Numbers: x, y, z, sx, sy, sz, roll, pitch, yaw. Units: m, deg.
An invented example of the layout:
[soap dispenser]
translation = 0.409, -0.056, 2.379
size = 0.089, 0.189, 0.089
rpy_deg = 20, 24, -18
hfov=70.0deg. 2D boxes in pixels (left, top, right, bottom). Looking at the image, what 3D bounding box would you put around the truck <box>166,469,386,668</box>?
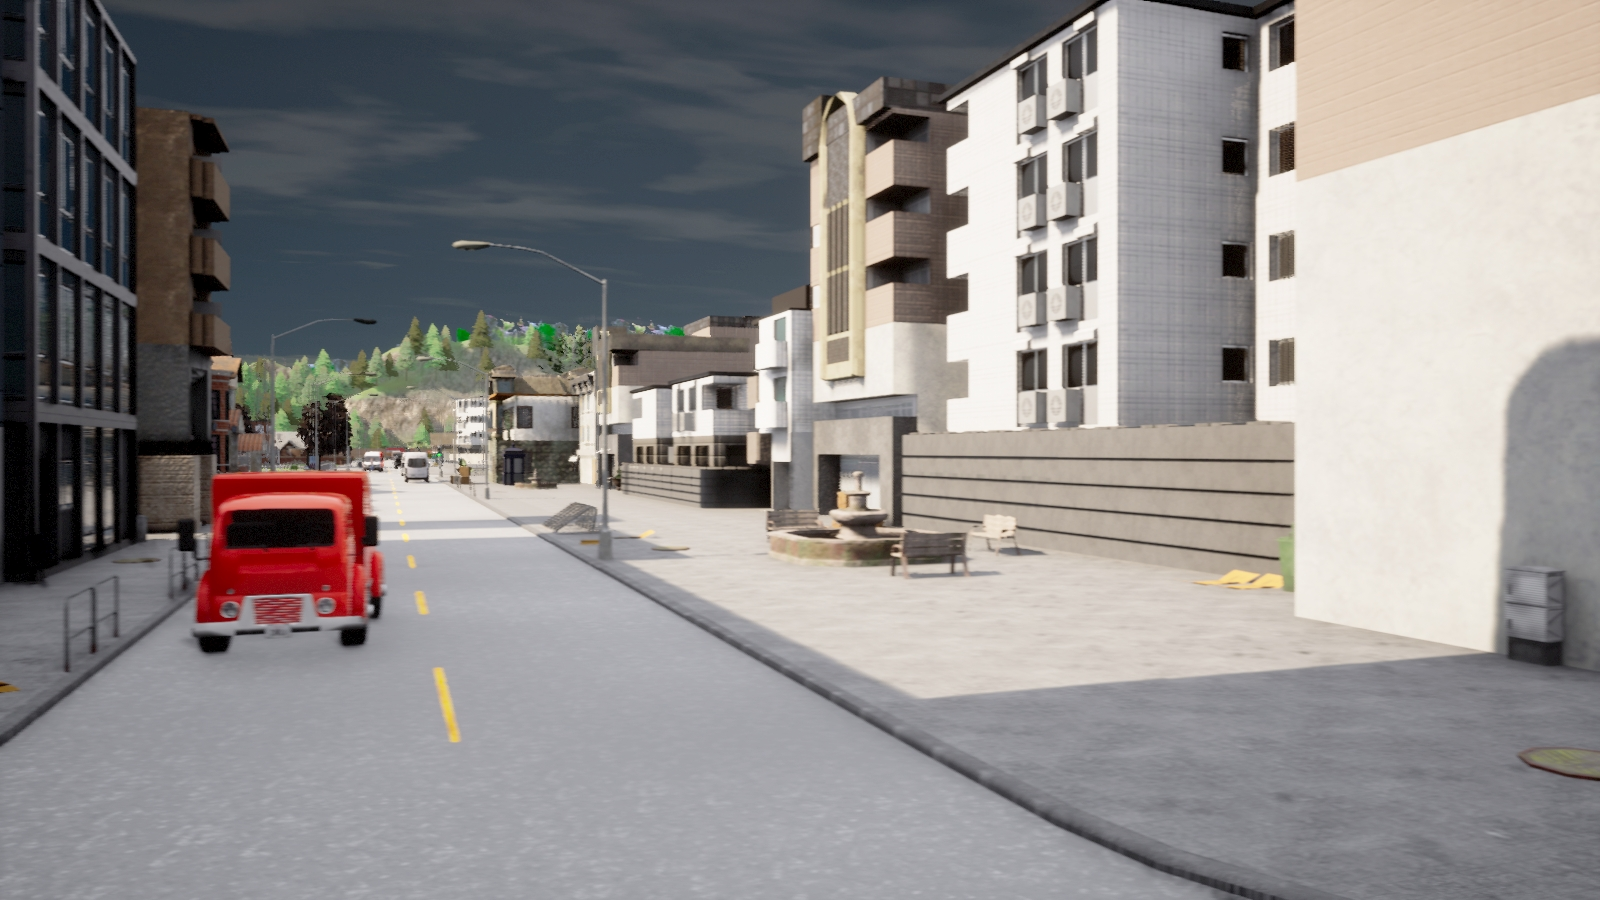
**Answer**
[truck]
translation = -7.770, 1.568, 17.545
size = 2.627, 2.467, 5.204
rpy_deg = 0, 0, -20
